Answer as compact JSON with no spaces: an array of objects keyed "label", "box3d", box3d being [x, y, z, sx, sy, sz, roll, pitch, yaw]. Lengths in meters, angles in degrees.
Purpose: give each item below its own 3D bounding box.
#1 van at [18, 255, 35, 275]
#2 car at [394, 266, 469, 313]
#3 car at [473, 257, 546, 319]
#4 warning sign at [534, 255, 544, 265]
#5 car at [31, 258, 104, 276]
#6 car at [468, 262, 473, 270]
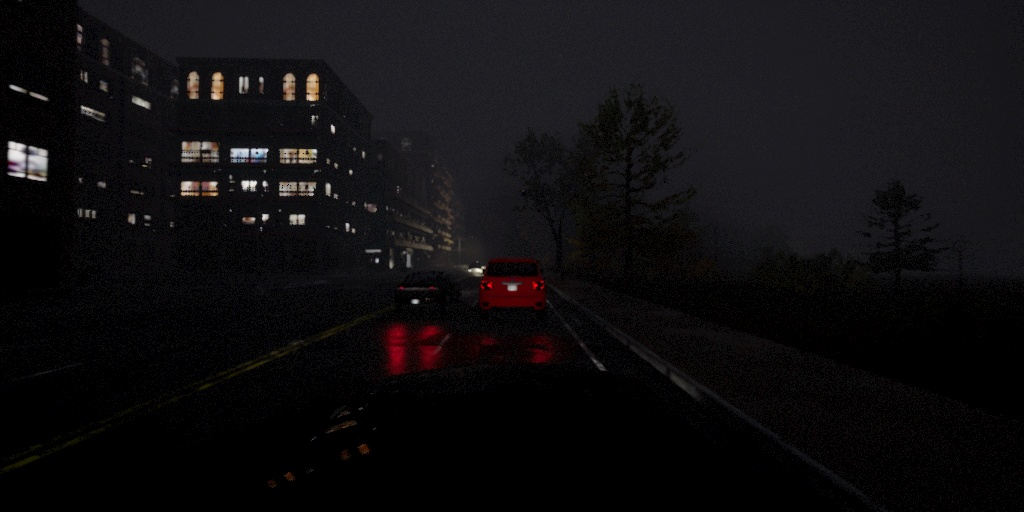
[{"label":"van","box3d":[-43.293,0.742,30.508,3.998,1.789,1.690,0,0,-2]},{"label":"car","box3d":[-3.206,1.326,14.379,2.128,1.511,4.902,0,0,0]},{"label":"car","box3d":[0.036,1.050,13.329,2.150,2.045,5.566,0,0,0]},{"label":"warning sign","box3d":[2.852,1.145,43.587,1.300,1.860,1.060,0,0,0]},{"label":"car","box3d":[-37.673,1.070,30.737,4.207,1.307,1.802,0,0,-2]},{"label":"car","box3d":[-6.522,1.711,63.212,2.033,1.411,5.357,0,0,1]}]
